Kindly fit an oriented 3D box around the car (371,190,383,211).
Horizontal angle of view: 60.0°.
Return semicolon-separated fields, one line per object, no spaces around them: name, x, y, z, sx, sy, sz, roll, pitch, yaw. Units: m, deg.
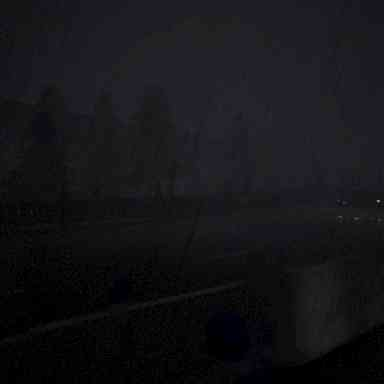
car;14.746;0.583;23.106;4.718;1.301;1.895;-4;2;-35

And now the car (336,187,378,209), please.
car;13.448;0.437;26.478;4.892;1.490;1.837;-4;2;-35
